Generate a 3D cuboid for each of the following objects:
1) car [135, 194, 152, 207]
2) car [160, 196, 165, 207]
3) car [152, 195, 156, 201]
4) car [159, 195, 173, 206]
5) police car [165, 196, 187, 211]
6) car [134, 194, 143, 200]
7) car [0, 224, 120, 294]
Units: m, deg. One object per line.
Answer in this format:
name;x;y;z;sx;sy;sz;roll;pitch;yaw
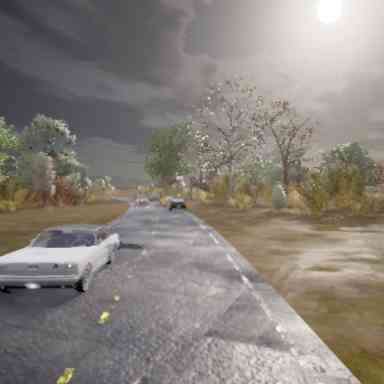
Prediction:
car;-7.726;1.303;51.759;2.097;1.767;4.553;0;0;-10
car;-3.266;1.423;49.491;1.882;1.535;5.008;0;0;-9
car;-9.183;1.326;73.771;2.033;1.411;5.357;0;0;-14
car;-4.358;1.394;55.632;1.801;1.575;5.366;0;0;-11
police car;-1.783;1.380;39.633;1.930;1.638;5.238;0;0;-8
car;-15.020;1.334;93.816;1.812;1.442;4.674;0;0;-18
car;-3.288;1.596;8.927;1.895;1.301;4.718;0;0;-2
